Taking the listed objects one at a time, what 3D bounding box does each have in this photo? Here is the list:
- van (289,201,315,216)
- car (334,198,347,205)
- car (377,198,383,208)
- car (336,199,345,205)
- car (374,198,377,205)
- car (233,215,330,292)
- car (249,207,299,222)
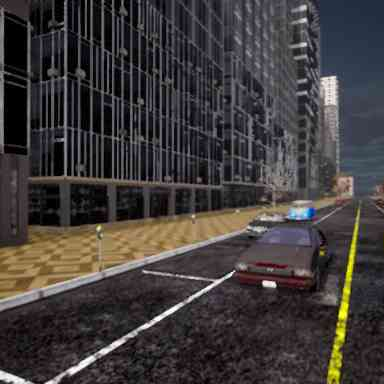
[{"bbox_3d":[9.507,1.635,28.549,1.690,1.788,3.998,0,-1,27],"label":"van"},{"bbox_3d":[32.783,2.221,74.187,1.887,1.381,4.507,0,0,27],"label":"car"},{"bbox_3d":[35.074,2.096,60.233,1.887,1.381,4.507,0,0,27],"label":"car"},{"bbox_3d":[35.369,2.296,79.259,1.802,1.307,4.206,0,0,27],"label":"car"},{"bbox_3d":[42.832,2.233,75.446,1.947,1.339,4.313,0,0,27],"label":"car"},{"bbox_3d":[2.897,1.653,9.667,2.033,1.411,5.357,0,-1,27],"label":"car"},{"bbox_3d":[4.335,1.748,18.405,2.008,1.369,4.403,0,-1,27],"label":"car"}]
